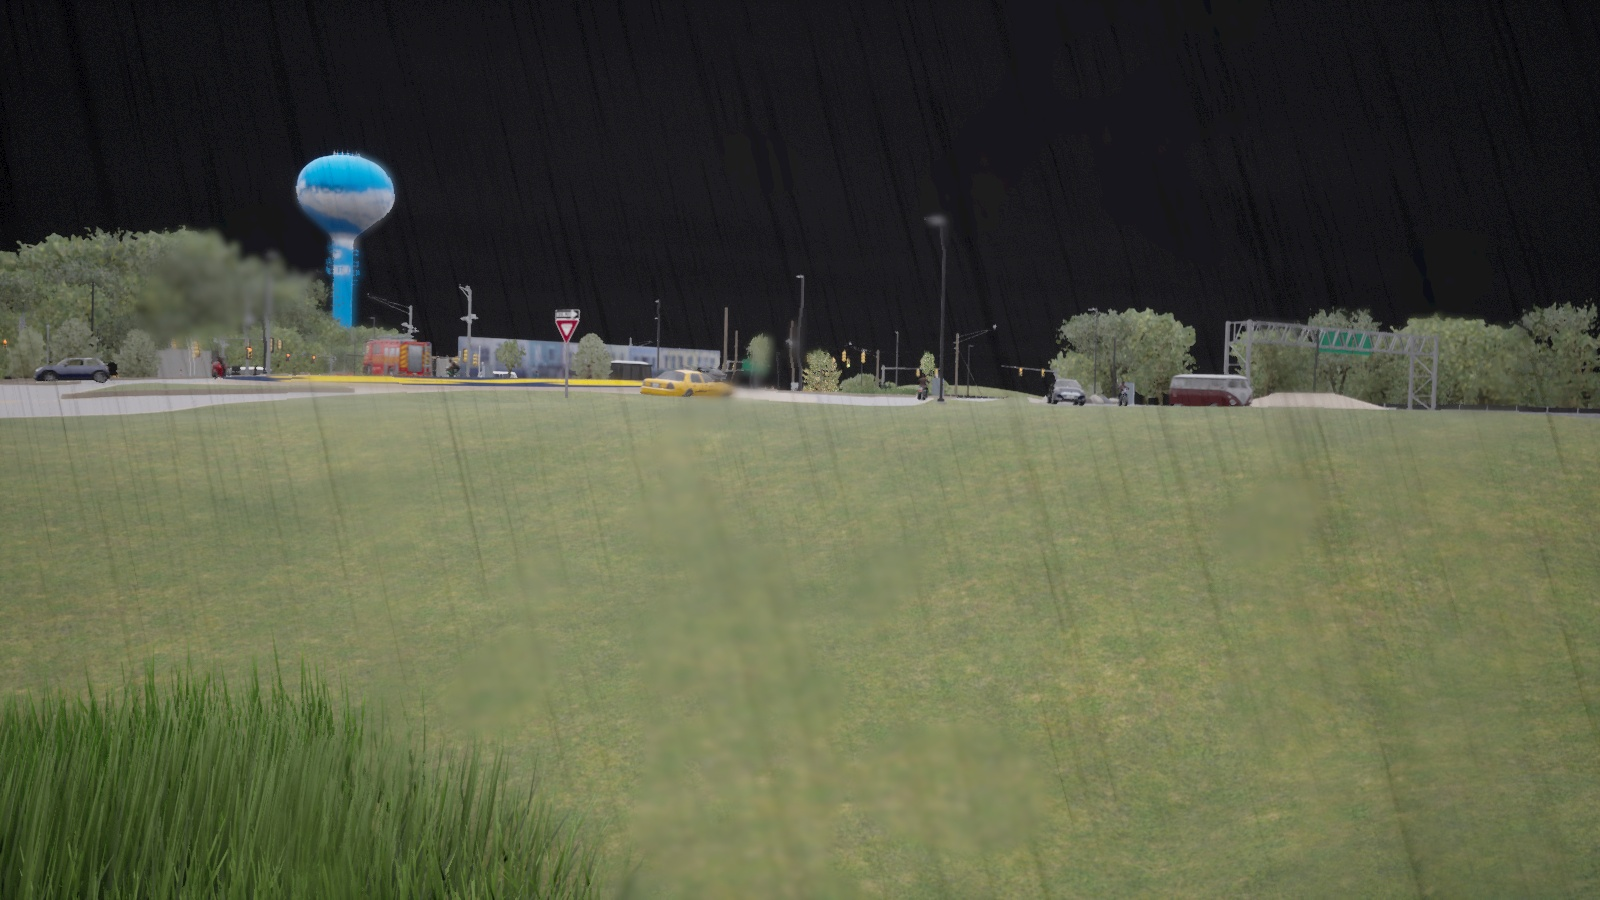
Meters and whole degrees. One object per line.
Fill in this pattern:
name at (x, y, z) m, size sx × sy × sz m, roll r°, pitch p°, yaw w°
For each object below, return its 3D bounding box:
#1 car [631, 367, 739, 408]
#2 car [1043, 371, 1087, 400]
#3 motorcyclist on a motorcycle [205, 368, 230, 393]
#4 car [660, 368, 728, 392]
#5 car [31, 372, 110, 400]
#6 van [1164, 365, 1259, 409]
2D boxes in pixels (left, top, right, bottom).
car at (-4.927, -2.726, 54.739) m, size 1.801 × 1.575 × 5.366 m, roll 7°, pitch 6°, yaw 30°
car at (16.159, -3.933, 76.756) m, size 2.033 × 1.649 × 4.856 m, roll 2°, pitch 3°, yaw 5°
motorcyclist on a motorcycle at (-37.238, -4.451, 80.312) m, size 0.797 × 1.523 × 2.044 m, roll 1°, pitch 4°, yaw -6°
car at (-7.050, -4.681, 83.514) m, size 4.193 × 1.474 × 1.816 m, roll 2°, pitch 1°, yaw 28°
car at (-41.900, -3.680, 72.155) m, size 3.806 × 1.475 × 1.970 m, roll -4°, pitch 5°, yaw -31°
van at (19.415, -3.009, 59.505) m, size 1.775 × 1.987 × 4.442 m, roll -2°, pitch 4°, yaw -22°
